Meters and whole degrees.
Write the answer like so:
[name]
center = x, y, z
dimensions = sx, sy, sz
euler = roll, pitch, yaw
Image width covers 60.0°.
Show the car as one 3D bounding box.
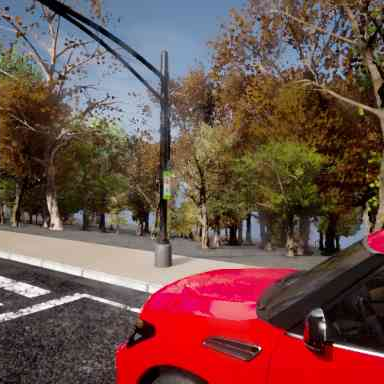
[car]
center = 1.984, 1.222, 2.298
dimensions = 5.566, 2.045, 2.150
euler = 0, 0, 34
